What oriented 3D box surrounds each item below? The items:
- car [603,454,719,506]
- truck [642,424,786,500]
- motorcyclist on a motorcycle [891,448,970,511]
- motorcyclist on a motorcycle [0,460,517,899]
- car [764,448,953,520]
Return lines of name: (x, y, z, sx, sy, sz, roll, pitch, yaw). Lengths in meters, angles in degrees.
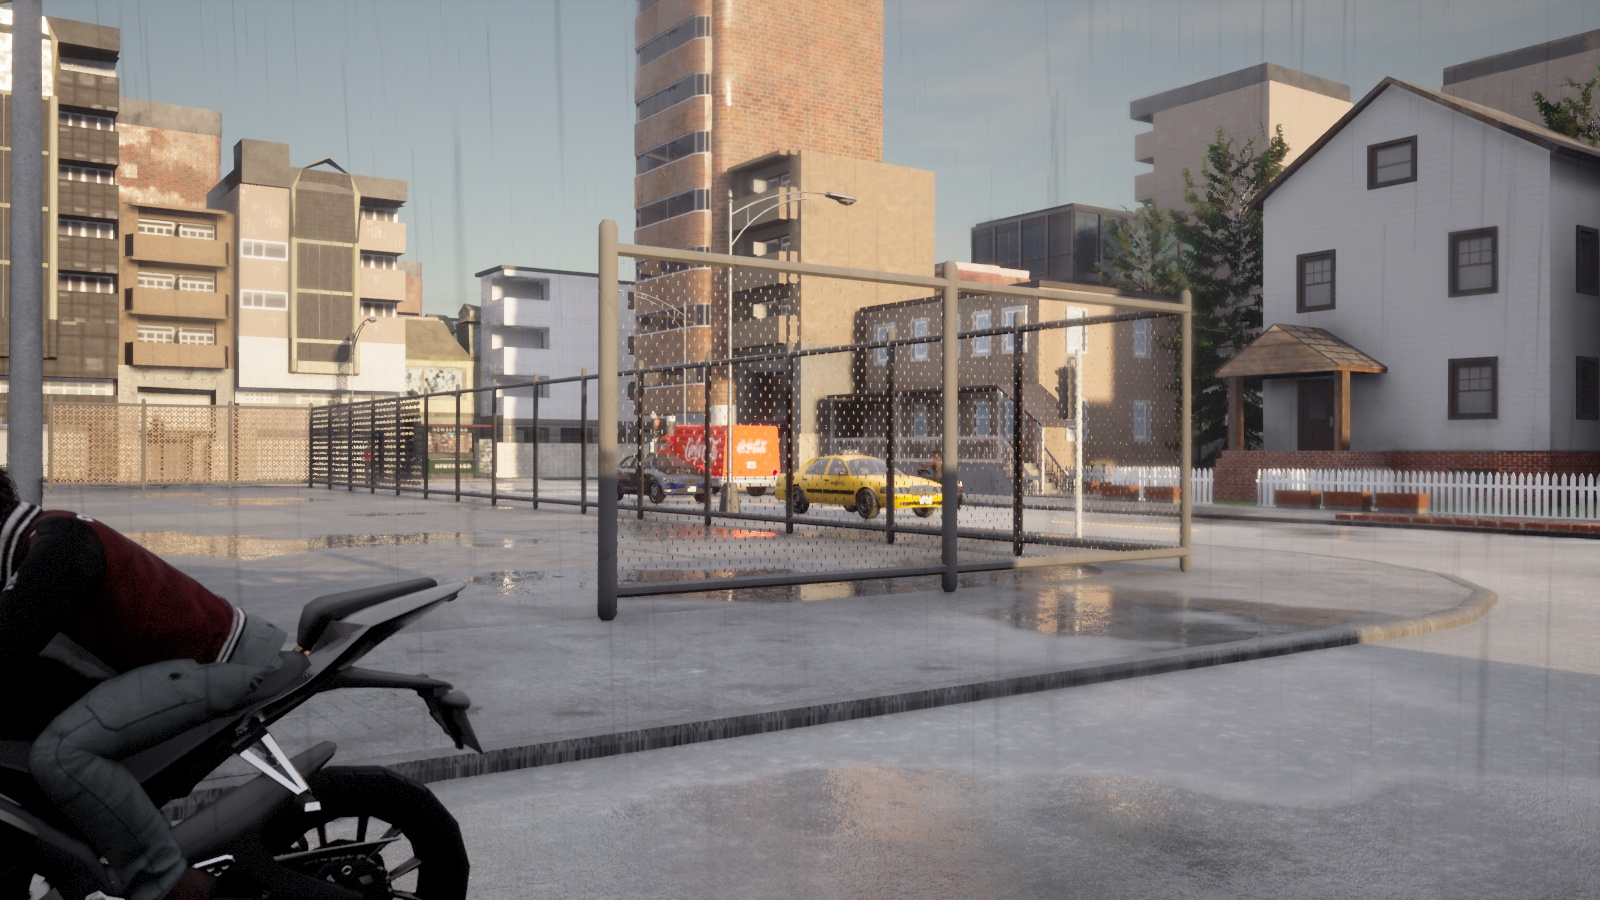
car: (-4.275, 0.860, 38.159, 1.816, 1.474, 4.193, 0, 0, -33)
truck: (-3.061, 0.377, 43.431, 2.627, 2.467, 5.204, 0, 0, -36)
motorcyclist on a motorcycle: (3.498, 0.770, 33.912, 0.766, 1.649, 2.350, 0, 0, -35)
motorcyclist on a motorcycle: (-1.879, 0.791, 2.954, 2.191, 1.530, 0.866, 1, -1, -34)
car: (1.265, 0.754, 30.184, 1.801, 1.575, 5.366, 0, 0, -32)
